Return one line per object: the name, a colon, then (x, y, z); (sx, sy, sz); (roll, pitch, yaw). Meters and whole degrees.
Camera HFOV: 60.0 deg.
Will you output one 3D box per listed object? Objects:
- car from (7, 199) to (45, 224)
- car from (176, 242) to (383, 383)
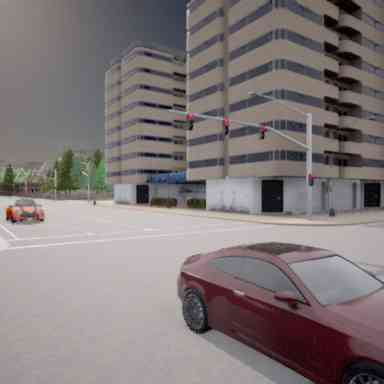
car: (-12.602, 1.347, 25.112); (2.097, 1.767, 4.553); (0, 0, -35)
car: (1.497, 1.522, 4.745); (1.812, 1.442, 4.674); (0, 0, -35)
